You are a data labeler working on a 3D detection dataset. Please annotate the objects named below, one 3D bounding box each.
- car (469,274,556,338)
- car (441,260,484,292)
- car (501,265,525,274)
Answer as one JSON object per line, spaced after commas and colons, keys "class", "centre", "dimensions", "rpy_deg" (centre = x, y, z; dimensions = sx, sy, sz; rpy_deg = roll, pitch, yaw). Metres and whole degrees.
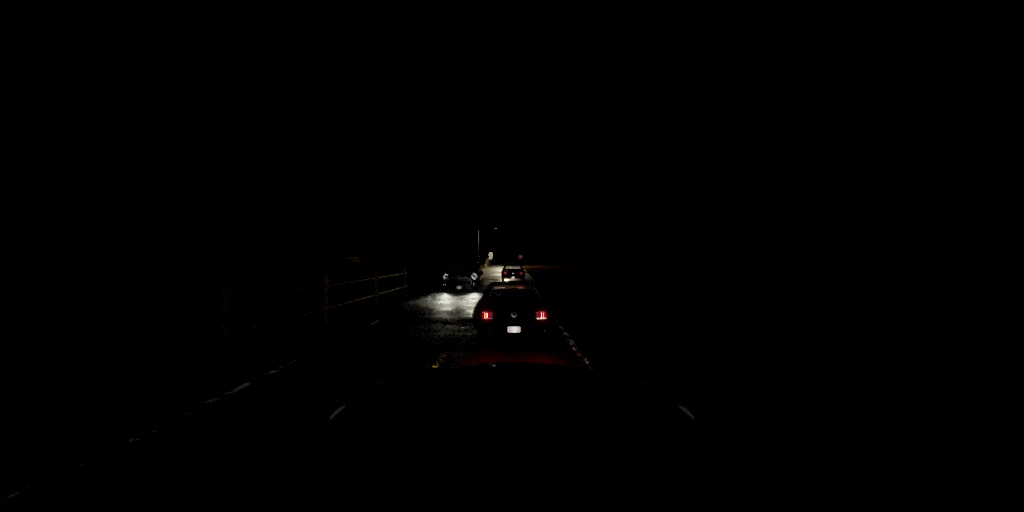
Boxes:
{"class": "car", "centre": [0.061, 1.355, 10.220], "dimensions": [1.895, 1.301, 4.718], "rpy_deg": [0, 0, 0]}
{"class": "car", "centre": [-2.851, 1.116, 21.556], "dimensions": [2.097, 1.767, 4.553], "rpy_deg": [0, 0, 0]}
{"class": "car", "centre": [0.084, 1.376, 29.955], "dimensions": [1.895, 1.301, 4.718], "rpy_deg": [0, 0, 0]}
